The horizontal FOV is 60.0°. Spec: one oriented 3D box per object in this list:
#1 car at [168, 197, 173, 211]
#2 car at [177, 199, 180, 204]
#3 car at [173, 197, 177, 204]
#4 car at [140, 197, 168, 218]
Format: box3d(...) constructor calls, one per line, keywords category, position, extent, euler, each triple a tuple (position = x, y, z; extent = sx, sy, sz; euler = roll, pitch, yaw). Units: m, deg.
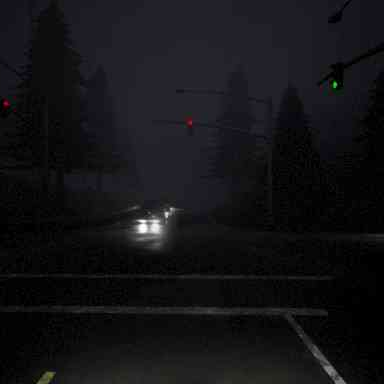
box3d(category="car", position=(-3.648, 1.478, 40.278), extent=(1.882, 1.535, 5.008), euler=(0, 0, 0))
box3d(category="car", position=(-4.099, 1.564, 61.619), extent=(1.994, 1.385, 4.181), euler=(0, 0, -39))
box3d(category="car", position=(-3.937, 1.491, 50.429), extent=(2.128, 1.511, 4.902), euler=(0, 0, -7))
box3d(category="car", position=(-3.653, 1.491, 30.775), extent=(2.128, 1.511, 4.902), euler=(0, 0, 0))
